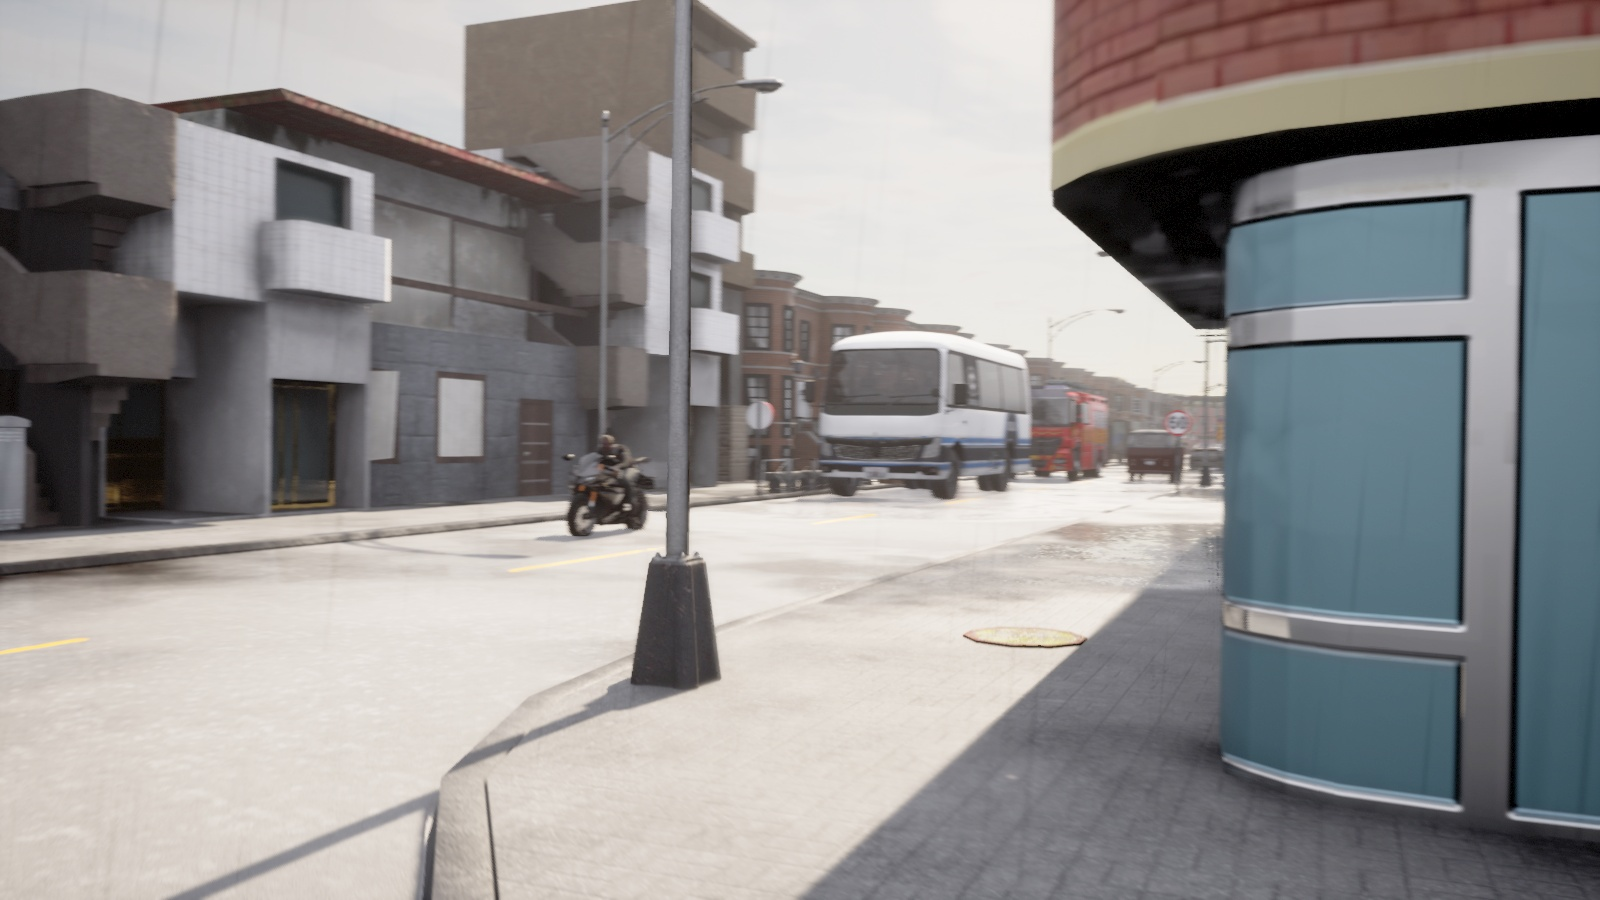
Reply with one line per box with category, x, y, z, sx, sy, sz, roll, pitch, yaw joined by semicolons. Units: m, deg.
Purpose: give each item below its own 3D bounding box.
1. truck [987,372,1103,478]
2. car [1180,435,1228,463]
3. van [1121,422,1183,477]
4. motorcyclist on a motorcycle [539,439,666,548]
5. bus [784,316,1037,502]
truck;9.876;-0.955;49.785;2.891;3.827;8.468;0;1;23
car;22.369;-0.089;69.363;2.128;1.511;4.902;0;1;23
van;13.538;-0.043;48.171;1.775;1.987;4.442;0;1;23
motorcyclist on a motorcycle;-2.927;0.606;18.921;0.866;1.530;2.191;0;1;23
bus;3.418;-0.985;34.220;3.944;4.253;10.273;0;1;23
